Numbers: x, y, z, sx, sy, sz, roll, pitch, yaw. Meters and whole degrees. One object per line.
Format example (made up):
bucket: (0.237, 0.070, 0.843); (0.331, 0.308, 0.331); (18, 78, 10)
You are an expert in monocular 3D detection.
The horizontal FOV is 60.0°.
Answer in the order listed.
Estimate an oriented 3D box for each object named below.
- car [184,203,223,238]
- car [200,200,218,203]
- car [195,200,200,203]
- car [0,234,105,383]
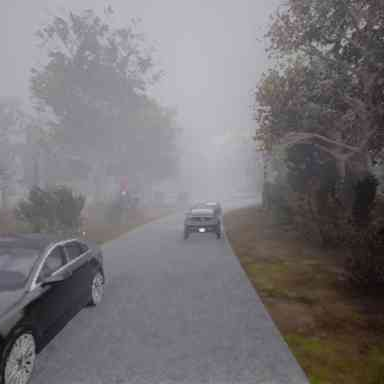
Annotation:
car: (0.595, 1.545, 18.061); (1.837, 1.490, 4.892); (0, 0, 3)
car: (2.243, 1.751, 36.160); (1.812, 1.442, 4.674); (0, -1, 7)
car: (1.225, 1.933, 48.919); (1.837, 1.490, 4.892); (0, -2, 10)
car: (-2.771, 1.492, 5.183); (2.128, 1.511, 4.902); (0, 0, 1)
